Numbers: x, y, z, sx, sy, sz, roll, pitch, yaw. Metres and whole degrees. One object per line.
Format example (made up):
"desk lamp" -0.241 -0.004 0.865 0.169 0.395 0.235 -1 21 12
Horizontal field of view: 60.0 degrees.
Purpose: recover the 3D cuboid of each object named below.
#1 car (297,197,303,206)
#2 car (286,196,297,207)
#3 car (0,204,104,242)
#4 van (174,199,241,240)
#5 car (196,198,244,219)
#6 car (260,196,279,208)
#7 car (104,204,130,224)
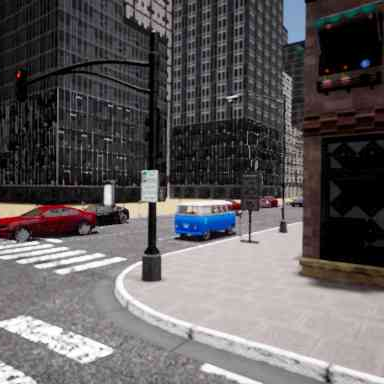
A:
"car" 15.578 1.435 42.342 2.128 1.511 4.902 1 1 36
"car" 15.979 1.439 48.152 2.033 1.411 5.357 1 1 36
"car" -7.128 1.432 16.408 1.882 1.535 5.008 1 1 40
"van" 0.805 1.373 17.051 1.690 1.788 3.998 1 1 35
"car" 2.580 1.404 29.519 1.882 1.535 5.008 1 1 36
"car" 10.037 1.302 44.442 1.967 1.590 4.097 1 1 35
"car" -6.021 1.476 21.919 1.947 1.339 4.313 1 1 35
